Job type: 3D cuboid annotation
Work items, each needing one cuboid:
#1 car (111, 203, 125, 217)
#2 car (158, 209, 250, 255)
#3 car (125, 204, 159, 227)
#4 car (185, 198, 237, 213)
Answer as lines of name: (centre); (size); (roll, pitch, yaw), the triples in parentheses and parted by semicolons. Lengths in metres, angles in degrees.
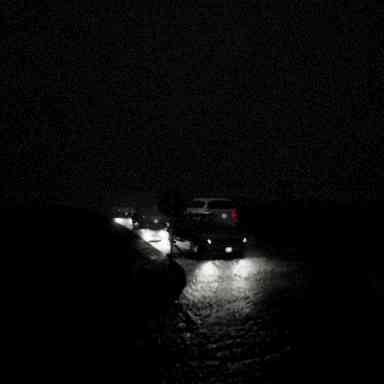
car: (-7.325, 1.880, 35.050); (1.895, 1.301, 4.718); (1, -1, -22)
car: (0.356, 1.635, 14.032); (2.033, 1.411, 5.357); (1, -1, -21)
car: (-3.184, 1.671, 24.091); (2.128, 1.511, 4.902); (1, -1, -20)
car: (0.911, 1.426, 21.193); (2.150, 2.045, 5.566); (1, -1, -19)
